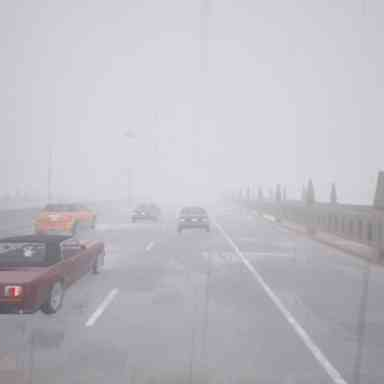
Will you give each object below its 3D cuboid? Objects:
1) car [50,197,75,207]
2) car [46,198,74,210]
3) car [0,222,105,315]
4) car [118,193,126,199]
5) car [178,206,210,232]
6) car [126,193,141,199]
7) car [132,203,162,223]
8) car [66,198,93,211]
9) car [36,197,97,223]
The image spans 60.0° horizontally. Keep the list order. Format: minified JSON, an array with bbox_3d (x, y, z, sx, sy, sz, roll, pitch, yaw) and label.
[{"bbox_3d":[-21.040,1.550,54.358,2.033,1.411,5.357,0,0,1],"label":"car"},{"bbox_3d":[-17.578,1.567,44.532,1.994,1.385,4.181,0,0,0],"label":"car"},{"bbox_3d":[-3.400,1.601,7.507,1.895,1.301,4.718,0,0,0],"label":"car"},{"bbox_3d":[-17.454,1.213,85.123,2.150,2.045,5.566,0,0,1],"label":"car"},{"bbox_3d":[0.099,1.548,20.122,2.033,1.411,5.357,0,0,0],"label":"car"},{"bbox_3d":[-13.984,1.203,81.826,2.150,2.045,5.566,0,0,0],"label":"car"},{"bbox_3d":[-3.401,1.549,25.712,2.033,1.411,5.357,0,0,0],"label":"car"},{"bbox_3d":[-14.085,1.528,41.790,1.812,1.442,4.674,0,0,0],"label":"car"},{"bbox_3d":[-6.901,1.353,18.784,2.097,1.767,4.553,0,0,0],"label":"car"}]
